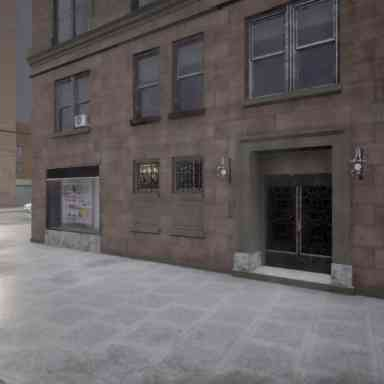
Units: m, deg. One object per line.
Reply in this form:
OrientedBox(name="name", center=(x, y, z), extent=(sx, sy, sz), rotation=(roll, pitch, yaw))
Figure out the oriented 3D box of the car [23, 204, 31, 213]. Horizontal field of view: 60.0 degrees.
OrientedBox(name="car", center=(-15.648, 1.439, 35.818), extent=(1.812, 1.442, 4.674), rotation=(0, 0, 35))
